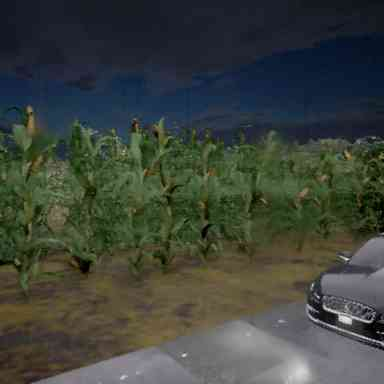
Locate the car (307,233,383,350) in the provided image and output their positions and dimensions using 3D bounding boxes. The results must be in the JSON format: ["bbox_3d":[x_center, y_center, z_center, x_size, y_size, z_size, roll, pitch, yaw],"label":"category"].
[{"bbox_3d":[4.081,1.496,5.978,4.892,1.490,1.837,0,0,-35],"label":"car"}]
